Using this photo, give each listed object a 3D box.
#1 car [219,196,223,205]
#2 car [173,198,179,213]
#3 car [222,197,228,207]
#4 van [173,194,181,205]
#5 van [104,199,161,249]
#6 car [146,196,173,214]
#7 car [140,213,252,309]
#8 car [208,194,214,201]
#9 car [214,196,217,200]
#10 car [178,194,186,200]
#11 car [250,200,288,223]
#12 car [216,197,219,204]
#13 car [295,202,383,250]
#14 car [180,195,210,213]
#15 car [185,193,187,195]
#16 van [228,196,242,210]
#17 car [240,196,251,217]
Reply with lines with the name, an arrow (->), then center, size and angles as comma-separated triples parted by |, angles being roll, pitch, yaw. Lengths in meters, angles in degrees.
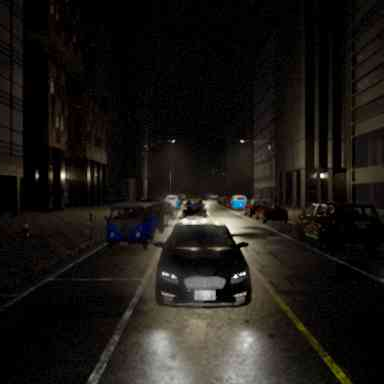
car -> 5.896, 1.581, 53.464 | 1.947, 1.339, 4.313 | 0, 0, 0
car -> -2.543, 1.558, 30.985 | 2.008, 1.369, 4.403 | 0, 0, 0
car -> 5.918, 1.558, 47.854 | 1.887, 1.381, 4.507 | 0, 0, 0
van -> -2.585, 1.352, 42.204 | 1.690, 1.788, 3.998 | 0, 0, 0
van -> -2.478, 1.343, 14.157 | 1.690, 1.788, 3.998 | 0, 0, 0
car -> -2.499, 1.319, 19.766 | 2.192, 1.841, 5.009 | 0, 0, 0
car -> 0.208, 1.493, 8.112 | 2.128, 1.511, 4.902 | 0, 0, 0
car -> 5.767, 1.600, 87.117 | 2.008, 1.369, 4.403 | 0, 0, 0
car -> 5.852, 1.546, 64.852 | 1.752, 1.417, 4.829 | 0, 0, 0
car -> -2.780, 1.496, 92.689 | 1.967, 1.590, 4.097 | 0, 0, 0
car -> 6.004, 1.551, 25.418 | 1.887, 1.381, 4.507 | 0, 0, 0
car -> 5.874, 1.543, 59.243 | 1.752, 1.417, 4.829 | 0, 0, 0
car -> 6.047, 1.318, 14.200 | 2.192, 1.841, 5.009 | 0, 0, 0
car -> 0.213, 1.360, 29.848 | 2.097, 1.767, 4.553 | 0, 0, -1
car -> -2.758, 1.615, 87.079 | 1.947, 1.339, 4.313 | 0, 0, 0
van -> 5.940, 1.353, 42.245 | 1.690, 1.788, 3.998 | 0, 0, 0
car -> 5.983, 1.448, 31.027 | 1.967, 1.590, 4.097 | 0, 0, 0
